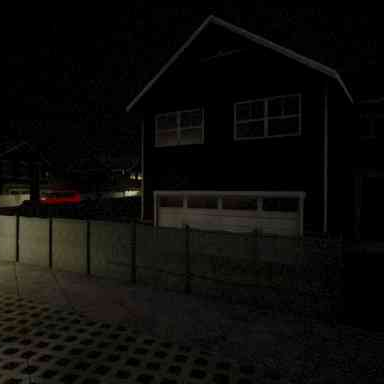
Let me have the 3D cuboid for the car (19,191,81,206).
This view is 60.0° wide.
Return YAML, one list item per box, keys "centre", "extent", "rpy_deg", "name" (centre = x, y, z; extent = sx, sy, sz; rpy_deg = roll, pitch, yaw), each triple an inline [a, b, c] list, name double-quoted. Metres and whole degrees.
- centre: [-12.347, 0.910, 29.486]
  extent: [2.150, 2.045, 5.566]
  rpy_deg: [0, 1, 26]
  name: "car"

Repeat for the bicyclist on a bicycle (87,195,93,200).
- centre: [-7.784, 1.047, 25.400]
  extent: [1.656, 1.620, 0.582]
  rpy_deg: [0, 1, 27]
  name: "bicyclist on a bicycle"

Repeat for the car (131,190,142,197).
- centre: [-5.998, 0.696, 43.576]
  extent: [2.150, 2.045, 5.566]
  rpy_deg: [0, 1, 21]
  name: "car"
